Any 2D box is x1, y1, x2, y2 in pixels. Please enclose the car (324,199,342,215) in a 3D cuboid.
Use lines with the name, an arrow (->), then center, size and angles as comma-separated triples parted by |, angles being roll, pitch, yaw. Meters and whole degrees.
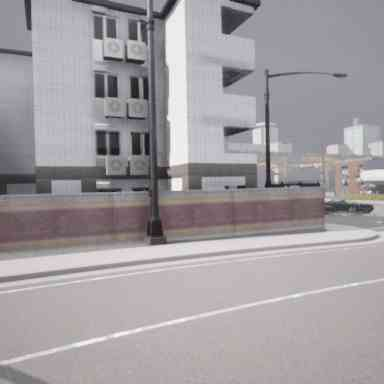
car -> 10.310, 1.300, 29.741 | 2.033, 1.411, 5.357 | -2, 1, -21

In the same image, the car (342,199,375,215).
car -> 13.935, 1.270, 30.097 | 1.895, 1.301, 4.718 | -2, 1, -21
